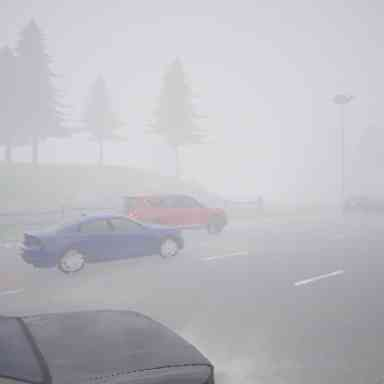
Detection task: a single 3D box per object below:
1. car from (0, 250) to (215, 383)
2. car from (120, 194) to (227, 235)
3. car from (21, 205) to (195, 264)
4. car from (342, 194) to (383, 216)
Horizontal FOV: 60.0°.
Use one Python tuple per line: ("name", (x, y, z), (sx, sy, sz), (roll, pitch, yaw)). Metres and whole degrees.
("car", (-2.334, 1.560, 2.080), (5.357, 1.411, 2.033), (-1, 1, -36))
("car", (-0.886, 1.093, 16.024), (5.566, 2.045, 2.150), (-1, 1, -36))
("car", (-2.591, 1.418, 10.498), (5.008, 1.535, 1.882), (-1, 1, -36))
("car", (14.148, 0.935, 26.854), (4.553, 1.767, 2.097), (-1, 1, -36))
